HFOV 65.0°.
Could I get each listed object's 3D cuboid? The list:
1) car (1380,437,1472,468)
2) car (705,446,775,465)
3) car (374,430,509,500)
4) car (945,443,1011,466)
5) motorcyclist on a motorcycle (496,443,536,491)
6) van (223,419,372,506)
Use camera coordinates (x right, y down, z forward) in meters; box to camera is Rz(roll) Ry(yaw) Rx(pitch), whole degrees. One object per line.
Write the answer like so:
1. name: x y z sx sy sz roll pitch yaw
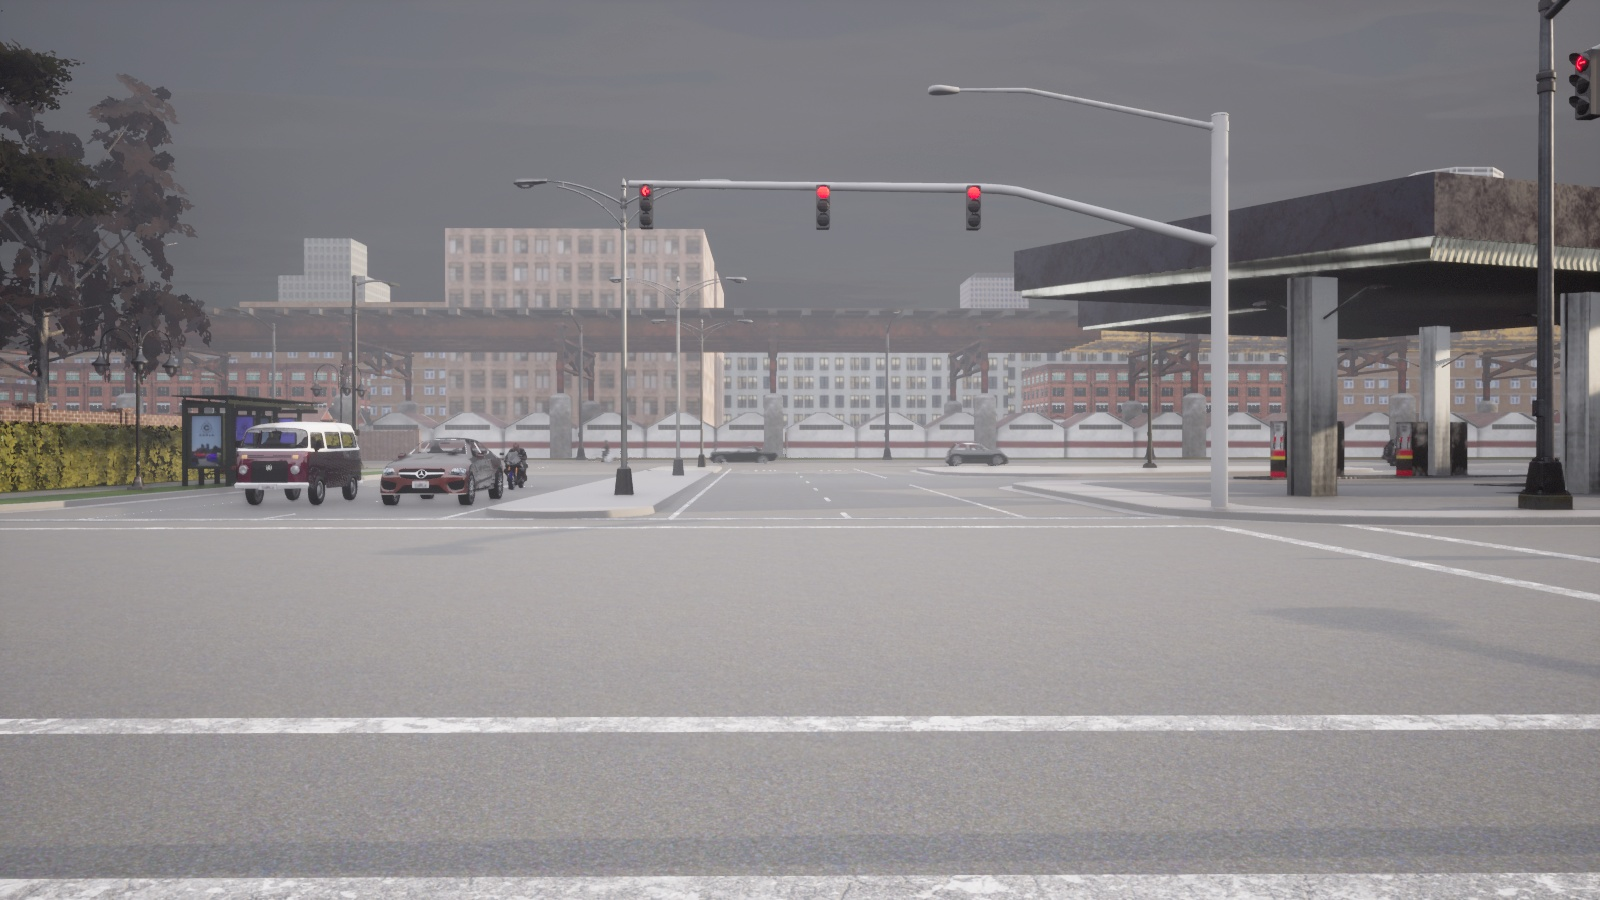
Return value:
1. car: 37.799 0.165 75.876 4.605 1.855 1.932 0 0 4
2. car: -4.088 0.360 85.631 4.718 1.301 1.895 0 0 -1
3. car: -9.015 0.337 32.078 2.152 1.651 5.027 0 0 -2
4. car: 11.188 0.275 79.025 3.806 1.475 1.970 0 0 -2
5. motorcyclist on a motorcycle: -9.259 0.543 41.008 0.866 1.530 2.191 0 0 -2
6. van: -12.501 0.282 31.579 2.069 2.038 4.480 0 0 -2
